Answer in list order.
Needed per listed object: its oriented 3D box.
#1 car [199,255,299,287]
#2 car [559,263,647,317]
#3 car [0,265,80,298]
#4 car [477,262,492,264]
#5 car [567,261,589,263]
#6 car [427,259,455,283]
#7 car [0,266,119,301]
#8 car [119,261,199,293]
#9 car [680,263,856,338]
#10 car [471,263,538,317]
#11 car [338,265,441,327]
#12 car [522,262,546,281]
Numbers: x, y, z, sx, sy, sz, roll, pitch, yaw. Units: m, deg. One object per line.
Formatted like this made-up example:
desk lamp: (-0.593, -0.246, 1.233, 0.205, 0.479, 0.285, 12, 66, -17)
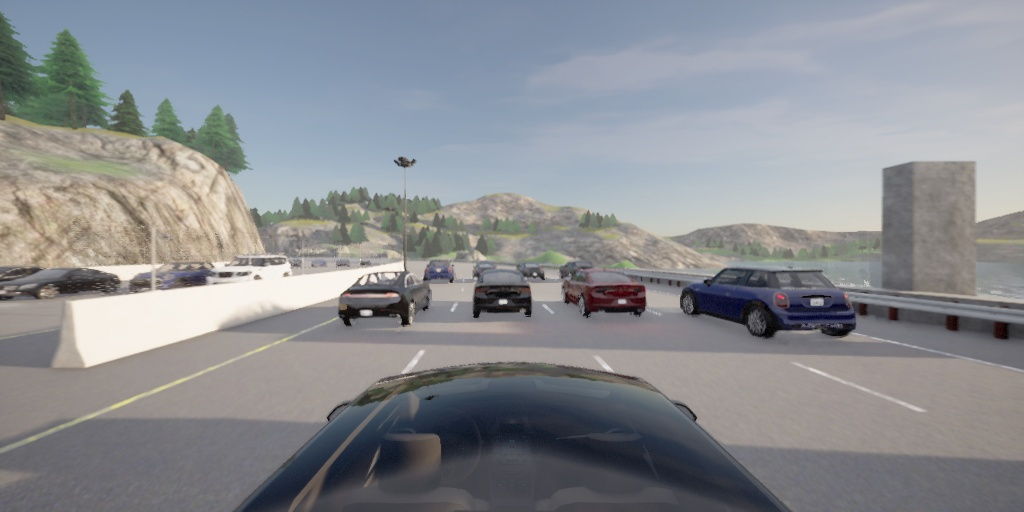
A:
car: (-15.429, 0.954, 21.548, 2.150, 2.045, 5.566, 0, 0, -7)
car: (3.108, 1.182, 13.033, 1.882, 1.535, 5.008, 0, 0, -3)
car: (-25.624, 1.279, 18.200, 1.837, 1.490, 4.892, 0, 0, -6)
car: (-2.140, 1.195, 28.758, 1.812, 1.442, 4.674, 0, 0, -8)
car: (5.038, 1.155, 28.082, 1.837, 1.490, 4.892, 0, 0, -8)
car: (-5.458, 1.036, 27.335, 2.097, 1.767, 4.553, 0, 0, -8)
car: (-22.055, 1.291, 17.652, 1.812, 1.442, 4.674, 0, 0, -6)
car: (-18.844, 1.099, 20.410, 2.097, 1.767, 4.553, 0, 0, -7)
car: (6.753, 1.053, 10.179, 2.097, 1.767, 4.553, 0, 0, -3)
car: (-0.399, 1.192, 13.036, 1.882, 1.535, 5.008, 0, 0, -3)
car: (-3.815, 1.221, 11.479, 2.128, 1.511, 4.902, 0, 0, -3)
car: (1.381, 1.184, 28.888, 1.812, 1.442, 4.674, 0, 0, -8)
